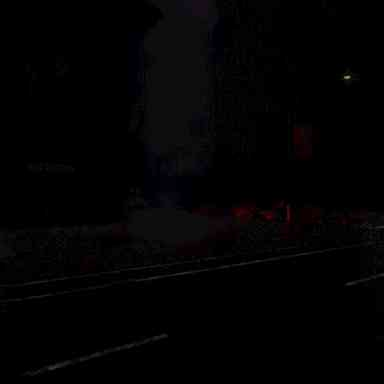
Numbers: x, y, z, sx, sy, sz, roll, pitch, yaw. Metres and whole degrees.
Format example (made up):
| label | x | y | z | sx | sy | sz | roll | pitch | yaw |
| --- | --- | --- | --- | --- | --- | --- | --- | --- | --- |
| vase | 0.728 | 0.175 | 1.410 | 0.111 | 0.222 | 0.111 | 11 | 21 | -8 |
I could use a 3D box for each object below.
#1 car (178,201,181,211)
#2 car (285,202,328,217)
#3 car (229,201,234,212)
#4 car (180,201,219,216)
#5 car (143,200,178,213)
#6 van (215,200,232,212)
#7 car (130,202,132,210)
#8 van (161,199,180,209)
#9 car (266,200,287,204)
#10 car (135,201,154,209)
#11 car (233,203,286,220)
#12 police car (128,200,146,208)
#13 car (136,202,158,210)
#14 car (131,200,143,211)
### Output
| label | x | y | z | sx | sy | sz | roll | pitch | yaw |
| --- | --- | --- | --- | --- | --- | --- | --- | --- | --- |
| car | -2.066 | 2.381 | 55.974 | 2.128 | 1.511 | 4.902 | 0 | -1 | -35 |
| car | 13.555 | 2.132 | 38.697 | 1.887 | 1.381 | 4.507 | -1 | 0 | -35 |
| car | 7.674 | 2.308 | 46.999 | 1.802 | 1.307 | 4.206 | -1 | 0 | -35 |
| car | 0.938 | 2.230 | 41.736 | 2.008 | 1.369 | 4.403 | -1 | 0 | -35 |
| car | -4.723 | 2.127 | 49.705 | 2.192 | 1.841 | 5.009 | -1 | 0 | -35 |
| van | 4.730 | 2.137 | 51.152 | 1.690 | 1.788 | 3.998 | -1 | 0 | -35 |
| car | -10.379 | 2.383 | 57.671 | 1.967 | 1.590 | 4.097 | -1 | 0 | -35 |
| van | -4.092 | 2.342 | 63.605 | 1.690 | 1.788 | 3.998 | -1 | 0 | -35 |
| car | 10.611 | 1.972 | 42.850 | 2.192 | 1.841 | 5.009 | -1 | 0 | -35 |
| car | -9.601 | 2.588 | 66.548 | 1.812 | 1.442 | 4.674 | 0 | -1 | -35 |
| car | 6.694 | 2.069 | 33.631 | 1.752 | 1.417 | 4.829 | -1 | 0 | -35 |
| police car | -12.476 | 2.609 | 74.683 | 1.930 | 1.638 | 5.238 | 0 | -1 | -35 |
| car | -8.044 | 2.462 | 59.144 | 1.837 | 1.490 | 4.892 | 0 | -2 | -35 |
| car | -7.549 | 2.422 | 53.687 | 1.887 | 1.381 | 4.507 | -1 | 0 | -35 |
